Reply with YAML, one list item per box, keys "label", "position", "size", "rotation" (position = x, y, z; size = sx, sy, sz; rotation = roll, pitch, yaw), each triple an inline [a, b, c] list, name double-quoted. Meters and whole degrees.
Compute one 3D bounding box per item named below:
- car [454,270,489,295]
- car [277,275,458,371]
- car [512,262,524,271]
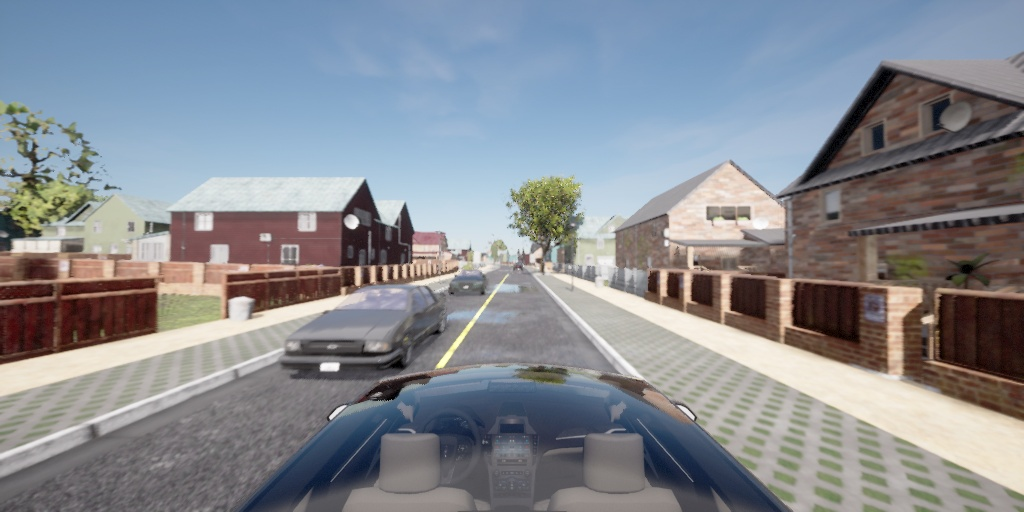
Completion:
- label: "car"
  position: [-2.439, 1.504, 21.259]
  size: [1.994, 1.385, 4.181]
  rotation: [0, -1, 1]
- label: "car"
  position: [-2.766, 1.352, 8.196]
  size: [2.033, 1.411, 5.357]
  rotation: [0, -1, 1]
- label: "car"
  position: [1.106, 1.990, 65.076]
  size: [1.837, 1.490, 4.892]
  rotation: [0, -1, 1]
